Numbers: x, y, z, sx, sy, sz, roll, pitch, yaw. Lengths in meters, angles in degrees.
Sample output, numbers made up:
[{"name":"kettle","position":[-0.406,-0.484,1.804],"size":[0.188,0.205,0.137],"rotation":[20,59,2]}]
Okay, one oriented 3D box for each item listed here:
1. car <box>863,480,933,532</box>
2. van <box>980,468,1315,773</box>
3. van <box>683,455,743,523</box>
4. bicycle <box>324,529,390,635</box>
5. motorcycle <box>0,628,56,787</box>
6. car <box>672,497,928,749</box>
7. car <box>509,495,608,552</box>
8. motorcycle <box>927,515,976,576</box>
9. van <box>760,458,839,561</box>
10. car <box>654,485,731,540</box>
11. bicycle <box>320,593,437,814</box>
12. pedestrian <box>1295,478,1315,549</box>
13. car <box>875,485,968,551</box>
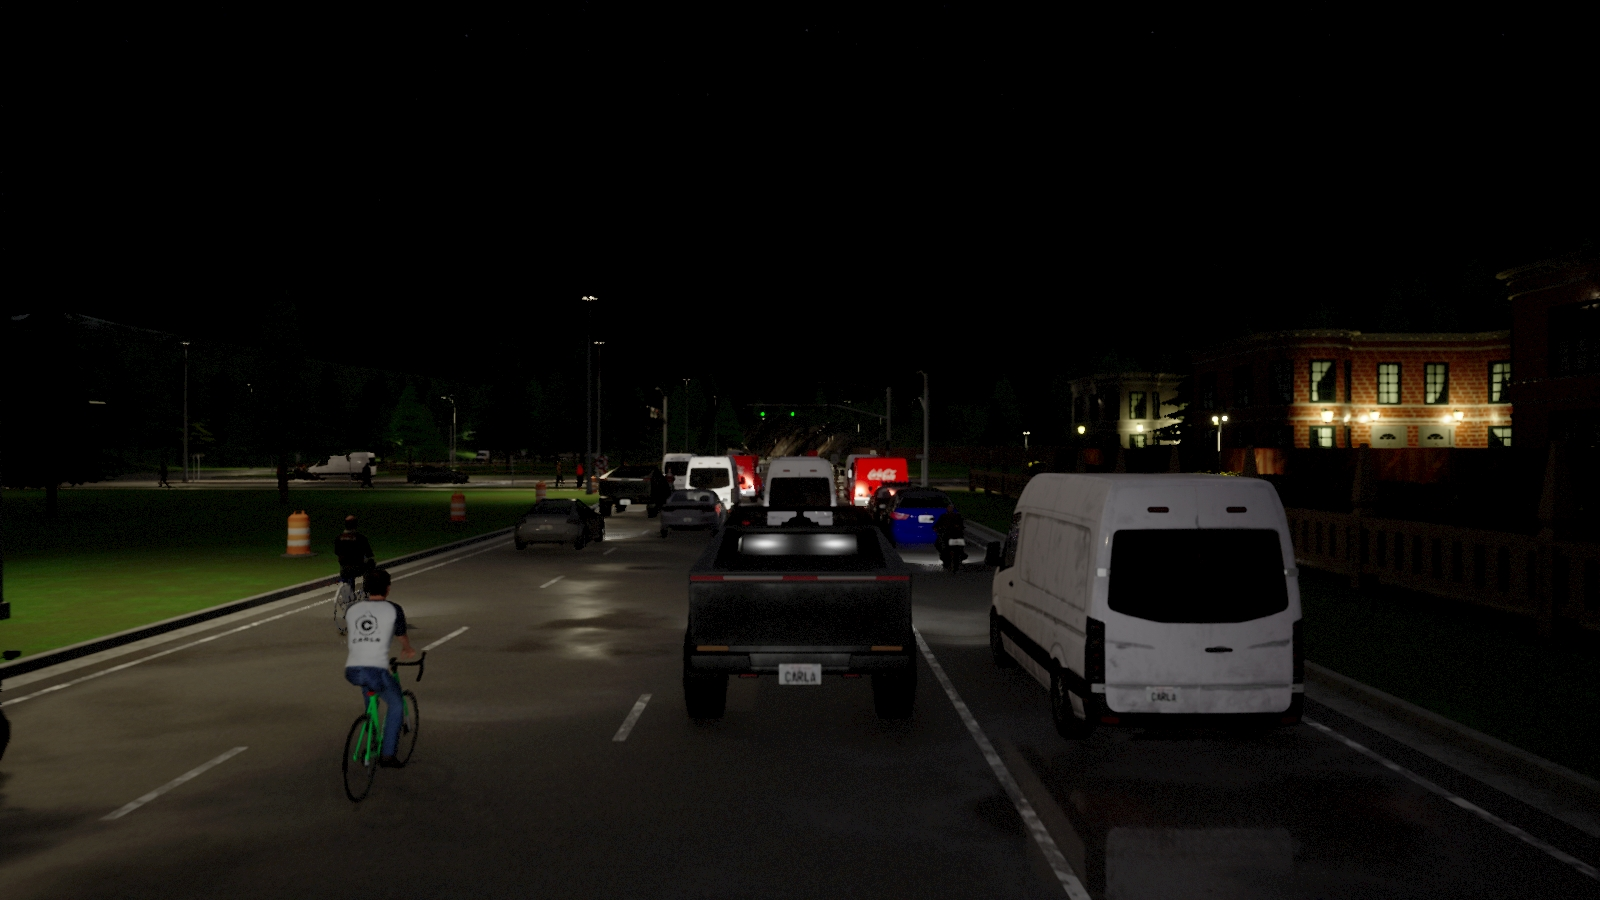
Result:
[{"name":"car","position":[3.501,1.964,41.597],"size":[2.097,1.638,5.238],"rotation":[0,0,0]},{"name":"van","position":[3.497,1.528,12.913],"size":[1.988,2.561,5.915],"rotation":[0,0,0]},{"name":"van","position":[-3.504,1.514,46.940],"size":[1.988,2.561,5.915],"rotation":[0,0,0]},{"name":"bicycle","position":[-7.004,2.051,18.138],"size":[0.329,1.471,1.835],"rotation":[0,0,0]},{"name":"motorcycle","position":[-7.000,2.181,9.109],"size":[0.803,1.199,2.033],"rotation":[0,0,0]},{"name":"car","position":[0.001,1.747,13.812],"size":[2.390,2.098,6.274],"rotation":[0,0,0]},{"name":"car","position":[-6.999,2.104,33.532],"size":[1.994,1.385,4.181],"rotation":[0,0,0]},{"name":"motorcycle","position":[3.501,2.193,26.585],"size":[0.867,1.251,2.209],"rotation":[0,0,0]},{"name":"van","position":[-0.003,1.521,31.778],"size":[1.988,2.561,5.915],"rotation":[0,0,0]},{"name":"car","position":[-3.494,2.017,38.050],"size":[2.097,1.535,5.006],"rotation":[0,0,0]},{"name":"bicycle","position":[-3.499,2.051,9.595],"size":[0.373,1.496,1.643],"rotation":[0,0,0]},{"name":"pedestrian","position":[13.380,1.683,30.283],"size":[0.375,1.860,0.375],"rotation":[0,0,1]},{"name":"car","position":[3.500,1.952,33.731],"size":[2.242,1.667,4.611],"rotation":[0,0,0]}]
